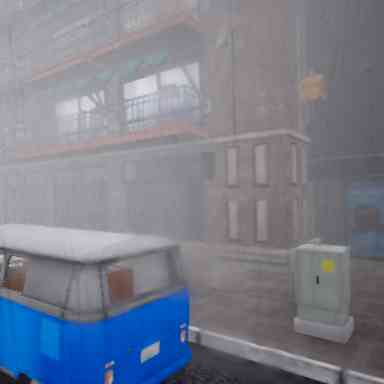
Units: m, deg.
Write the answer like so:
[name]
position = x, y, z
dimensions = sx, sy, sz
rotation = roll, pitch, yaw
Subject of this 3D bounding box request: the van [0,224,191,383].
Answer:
[van]
position = -1.926, 1.383, 4.420
dimensions = 3.998, 1.788, 1.690
rotation = -1, -1, 35
